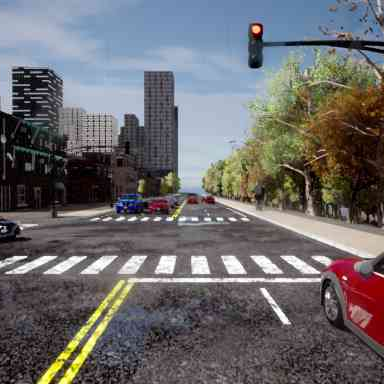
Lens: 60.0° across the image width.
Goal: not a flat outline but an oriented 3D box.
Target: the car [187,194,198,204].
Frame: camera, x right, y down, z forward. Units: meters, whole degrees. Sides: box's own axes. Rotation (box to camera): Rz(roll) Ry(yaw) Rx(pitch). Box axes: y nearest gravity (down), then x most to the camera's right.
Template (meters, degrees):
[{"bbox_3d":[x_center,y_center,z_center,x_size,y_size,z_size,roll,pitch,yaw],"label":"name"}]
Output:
[{"bbox_3d":[0.121,1.540,63.353,1.994,1.385,4.181,0,0,0],"label":"car"}]

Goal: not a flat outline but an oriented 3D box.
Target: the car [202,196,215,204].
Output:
[{"bbox_3d":[3.373,1.453,63.976,1.882,1.535,5.008,0,0,0],"label":"car"}]

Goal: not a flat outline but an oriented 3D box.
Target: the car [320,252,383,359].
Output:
[{"bbox_3d":[3.350,1.351,4.175,2.097,1.767,4.553,0,0,0],"label":"car"}]

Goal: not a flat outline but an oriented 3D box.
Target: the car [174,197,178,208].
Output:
[{"bbox_3d":[-3.315,1.532,45.444,2.033,1.411,5.357,0,0,0],"label":"car"}]

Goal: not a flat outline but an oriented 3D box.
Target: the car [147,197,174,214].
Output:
[{"bbox_3d":[-3.324,1.466,35.545,1.882,1.535,5.008,0,0,0],"label":"car"}]

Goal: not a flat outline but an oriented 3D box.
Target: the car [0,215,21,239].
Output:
[{"bbox_3d":[-10.111,1.611,15.705,4.181,1.385,1.994,-2,0,27],"label":"car"}]

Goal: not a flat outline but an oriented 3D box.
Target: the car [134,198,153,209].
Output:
[{"bbox_3d":[-6.567,1.585,45.543,1.895,1.301,4.718,0,0,0],"label":"car"}]

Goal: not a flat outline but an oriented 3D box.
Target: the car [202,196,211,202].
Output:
[{"bbox_3d":[3.279,1.522,75.491,1.994,1.385,4.181,0,0,0],"label":"car"}]

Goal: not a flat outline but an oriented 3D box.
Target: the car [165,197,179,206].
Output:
[{"bbox_3d":[-3.303,1.527,56.017,2.033,1.411,5.357,0,0,0],"label":"car"}]

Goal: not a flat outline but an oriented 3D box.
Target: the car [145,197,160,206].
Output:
[{"bbox_3d":[-6.551,1.544,55.572,1.994,1.385,4.181,0,0,1],"label":"car"}]

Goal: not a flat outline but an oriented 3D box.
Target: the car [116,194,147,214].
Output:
[{"bbox_3d":[-6.571,1.210,35.797,2.150,2.045,5.566,0,0,0],"label":"car"}]
